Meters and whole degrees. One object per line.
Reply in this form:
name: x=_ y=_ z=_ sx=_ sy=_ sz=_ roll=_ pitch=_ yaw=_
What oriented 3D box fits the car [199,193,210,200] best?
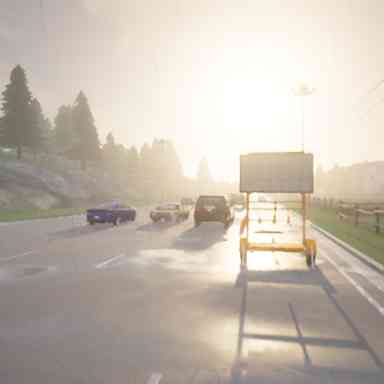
car: x=3.132 y=1.030 z=83.478 sx=2.097 sy=1.767 sz=4.553 roll=0 pitch=0 yaw=11

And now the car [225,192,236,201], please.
car: x=9.090 y=1.081 z=77.625 sx=2.150 sy=2.045 sz=5.566 roll=0 pitch=0 yaw=11

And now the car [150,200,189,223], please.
car: x=-1.510 y=1.553 z=24.691 sx=1.895 sy=1.301 sz=4.718 roll=0 pitch=0 yaw=11

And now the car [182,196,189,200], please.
car: x=-0.426 y=1.412 z=47.717 sx=1.837 sy=1.490 sz=4.892 roll=0 pitch=0 yaw=11

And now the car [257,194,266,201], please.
car: x=14.872 y=1.387 z=70.900 sx=1.812 sy=1.442 sz=4.674 roll=0 pitch=0 yaw=11

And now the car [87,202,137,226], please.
car: x=-5.411 y=1.431 z=23.061 sx=1.882 sy=1.535 sz=5.008 roll=0 pitch=0 yaw=11

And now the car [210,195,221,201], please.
car: x=5.571 y=1.406 z=77.882 sx=1.994 sy=1.385 sz=4.181 roll=0 pitch=0 yaw=11

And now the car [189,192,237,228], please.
car: x=1.592 y=1.178 z=22.372 sx=2.150 sy=2.045 sz=5.566 roll=0 pitch=0 yaw=11

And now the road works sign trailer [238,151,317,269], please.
road works sign trailer: x=2.806 y=0.444 z=11.219 sx=2.380 sy=3.560 sz=2.880 roll=0 pitch=0 yaw=11

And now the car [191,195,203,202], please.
car: x=1.073 y=1.352 z=73.295 sx=1.837 sy=1.490 sz=4.892 roll=0 pitch=0 yaw=11

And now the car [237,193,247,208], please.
car: x=6.288 y=1.135 z=45.595 sx=2.150 sy=2.045 sz=5.566 roll=0 pitch=0 yaw=11

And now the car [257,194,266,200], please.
car: x=16.854 y=1.226 z=80.704 sx=2.033 sy=1.411 sz=5.357 roll=0 pitch=0 yaw=11

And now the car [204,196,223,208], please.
car: x=3.238 y=1.401 z=48.175 sx=2.128 sy=1.511 sz=4.902 roll=0 pitch=0 yaw=11
